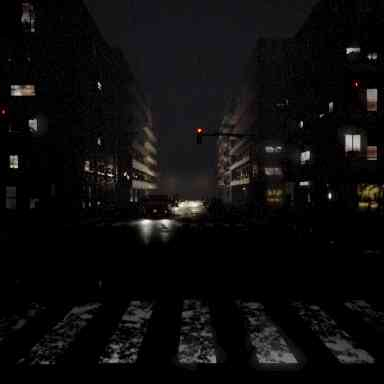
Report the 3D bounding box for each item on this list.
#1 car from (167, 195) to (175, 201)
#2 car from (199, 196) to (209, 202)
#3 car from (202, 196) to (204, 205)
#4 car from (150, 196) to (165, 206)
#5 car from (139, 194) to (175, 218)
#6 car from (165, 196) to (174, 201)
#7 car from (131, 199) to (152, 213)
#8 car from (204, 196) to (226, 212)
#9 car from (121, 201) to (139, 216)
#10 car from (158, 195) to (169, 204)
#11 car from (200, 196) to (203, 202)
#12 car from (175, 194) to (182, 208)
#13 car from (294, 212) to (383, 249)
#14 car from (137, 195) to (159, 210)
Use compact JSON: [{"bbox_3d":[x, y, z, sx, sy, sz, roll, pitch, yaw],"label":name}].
[{"bbox_3d":[-5.607,1.594,89.063,2.008,1.369,4.403,0,0,0],"label":"car"},{"bbox_3d":[2.763,1.584,77.693,2.008,1.369,4.403,0,0,0],"label":"car"},{"bbox_3d":[2.731,1.451,43.598,1.967,1.590,4.097,0,0,0],"label":"car"},{"bbox_3d":[-5.638,1.457,54.969,1.967,1.590,4.097,0,0,0],"label":"car"},{"bbox_3d":[-3.083,1.225,30.575,2.150,2.045,5.566,0,0,0],"label":"car"},{"bbox_3d":[-5.612,1.589,83.380,2.008,1.369,4.403,0,0,0],"label":"car"},{"bbox_3d":[-5.655,1.533,37.752,1.752,1.417,4.829,0,0,0],"label":"car"},{"bbox_3d":[2.726,1.448,37.916,1.967,1.590,4.097,0,0,0],"label":"car"},{"bbox_3d":[-5.660,1.572,32.239,1.947,1.339,4.313,0,0,0],"label":"car"},{"bbox_3d":[-5.628,1.464,66.335,1.967,1.590,4.097,0,0,0],"label":"car"},{"bbox_3d":[2.742,1.598,54.963,1.802,1.307,4.206,0,0,0],"label":"car"},{"bbox_3d":[-3.045,1.364,48.771,2.097,1.767,4.553,0,0,0],"label":"car"},{"bbox_3d":[6.515,1.457,12.980,4.718,1.301,1.895,-1,0,13],"label":"car"},{"bbox_3d":[-5.649,1.326,43.604,2.192,1.841,5.009,0,0,0],"label":"car"}]
